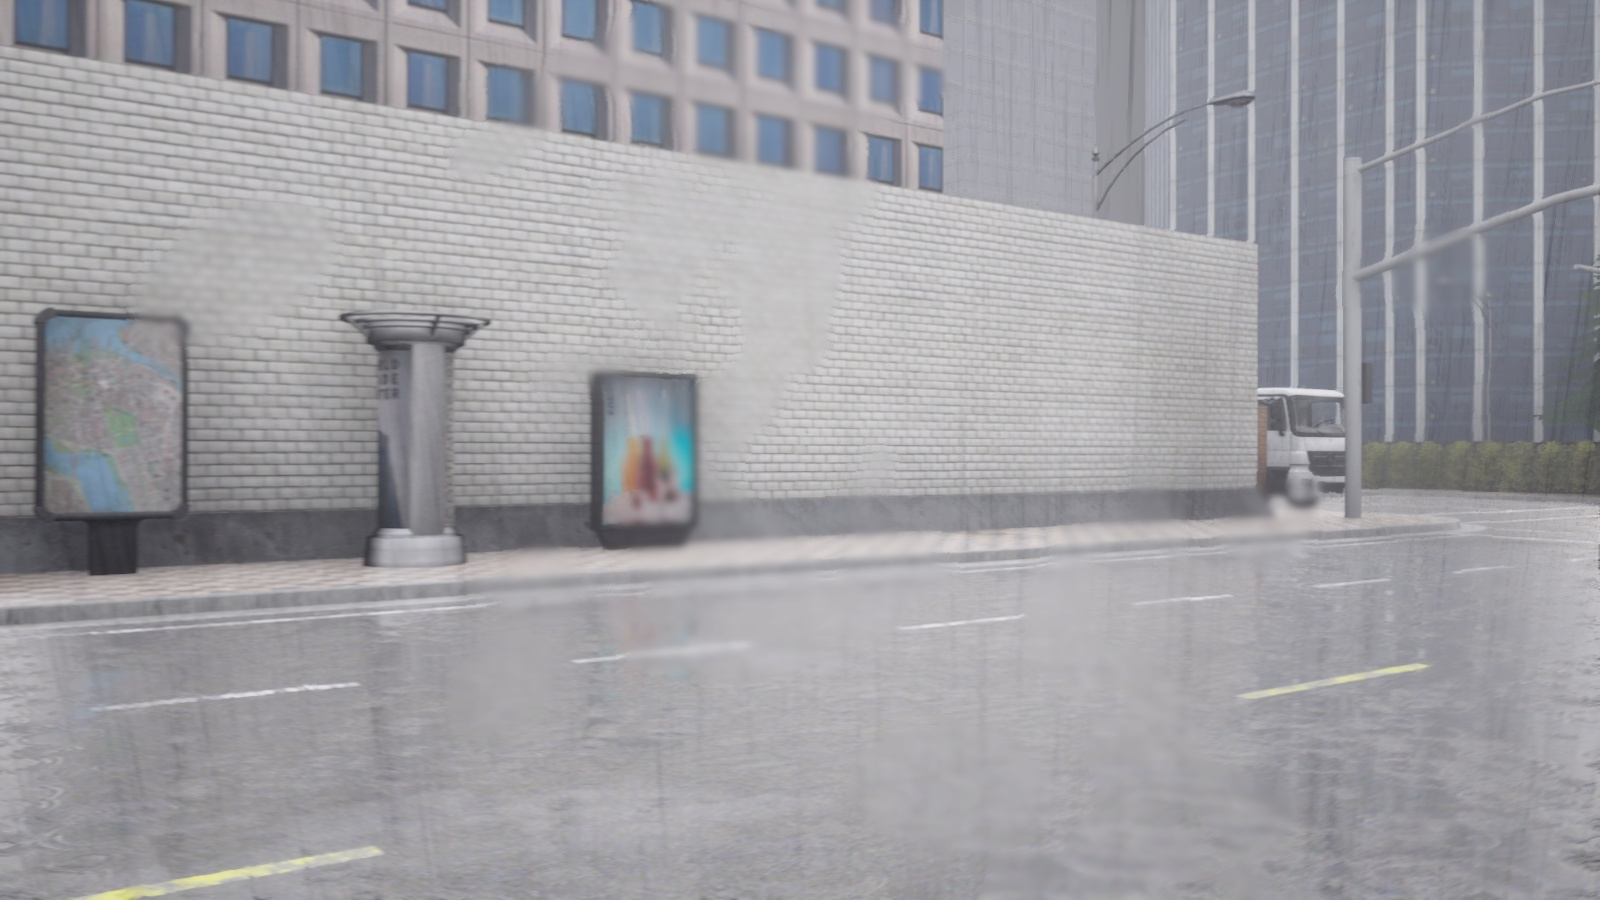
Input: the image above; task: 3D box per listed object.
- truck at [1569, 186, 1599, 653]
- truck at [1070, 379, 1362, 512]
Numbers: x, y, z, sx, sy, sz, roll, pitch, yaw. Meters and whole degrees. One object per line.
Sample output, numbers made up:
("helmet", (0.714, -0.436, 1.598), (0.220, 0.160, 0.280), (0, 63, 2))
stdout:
("truck", (9.893, -0.232, 10.565), (7.936, 3.462, 2.891), (0, 0, -35))
("truck", (11.898, -0.116, 36.739), (2.891, 3.462, 7.936), (0, 0, -35))
